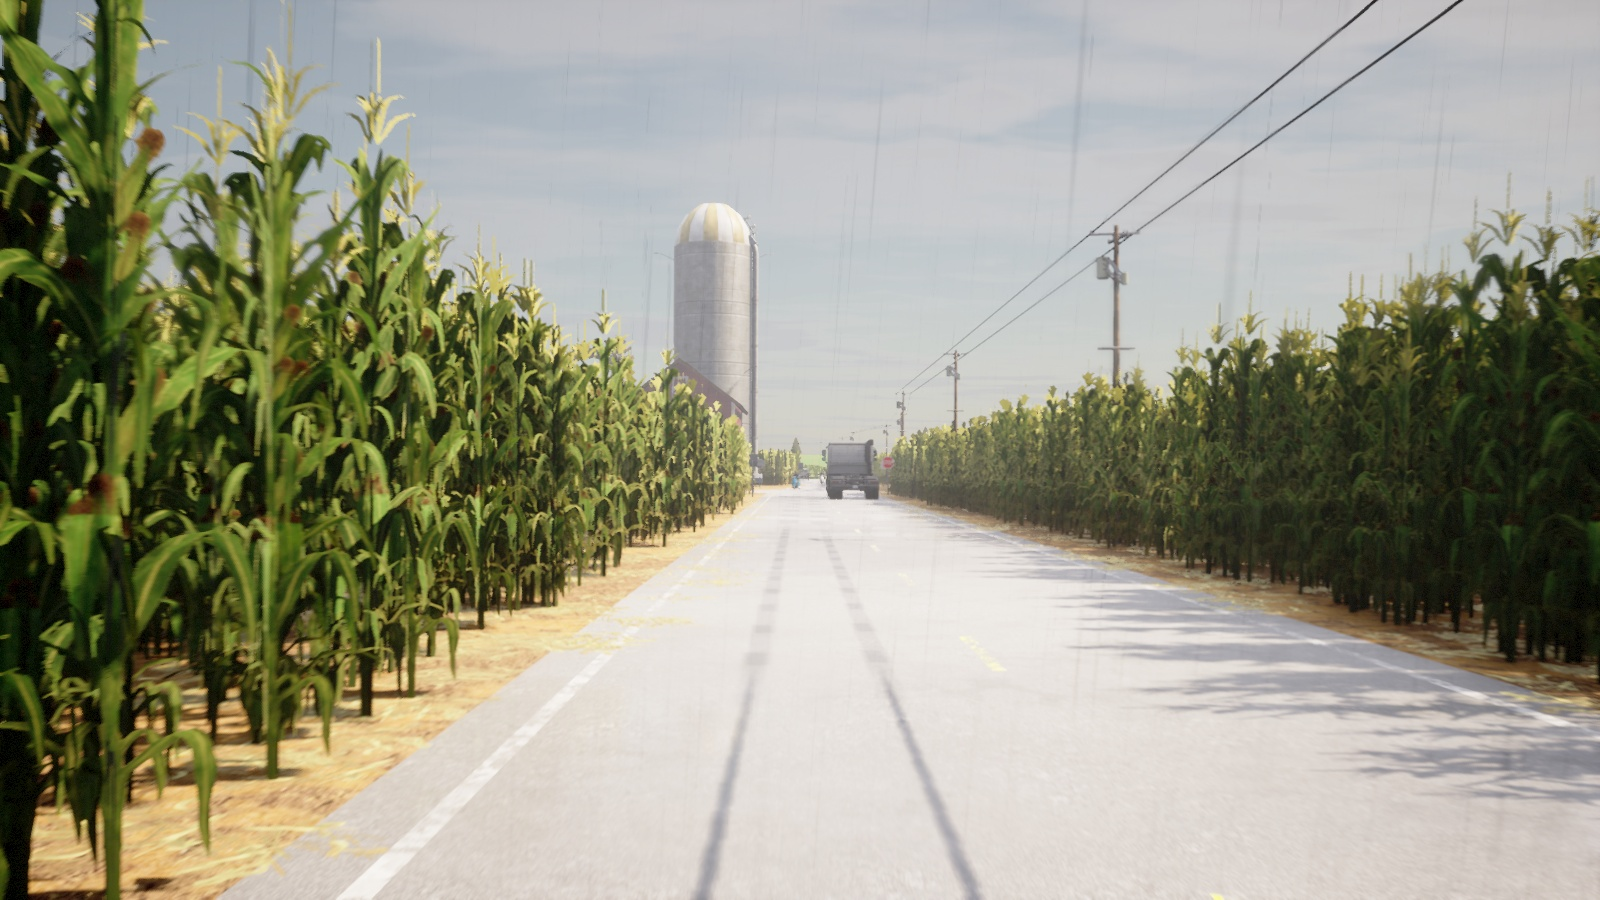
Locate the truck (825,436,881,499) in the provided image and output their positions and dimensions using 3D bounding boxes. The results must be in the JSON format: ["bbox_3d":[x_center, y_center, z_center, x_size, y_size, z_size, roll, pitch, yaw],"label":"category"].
[{"bbox_3d":[3.028,1.048,73.300,2.891,3.462,7.936,0,-1,0],"label":"truck"}]
